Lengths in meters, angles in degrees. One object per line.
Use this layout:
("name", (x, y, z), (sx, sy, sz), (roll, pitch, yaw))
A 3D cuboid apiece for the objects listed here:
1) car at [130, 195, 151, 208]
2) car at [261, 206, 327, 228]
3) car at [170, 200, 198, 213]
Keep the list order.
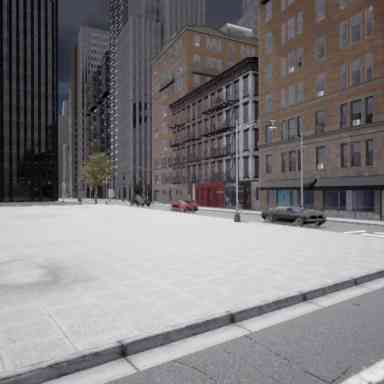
("car", (-8.615, 1.495, 55.052), (2.150, 2.045, 5.566), (0, 0, -26))
("car", (6.980, 1.675, 23.140), (1.895, 1.301, 4.718), (0, 0, -26))
("car", (-0.974, 1.649, 39.311), (1.882, 1.535, 5.008), (0, 0, -26))
